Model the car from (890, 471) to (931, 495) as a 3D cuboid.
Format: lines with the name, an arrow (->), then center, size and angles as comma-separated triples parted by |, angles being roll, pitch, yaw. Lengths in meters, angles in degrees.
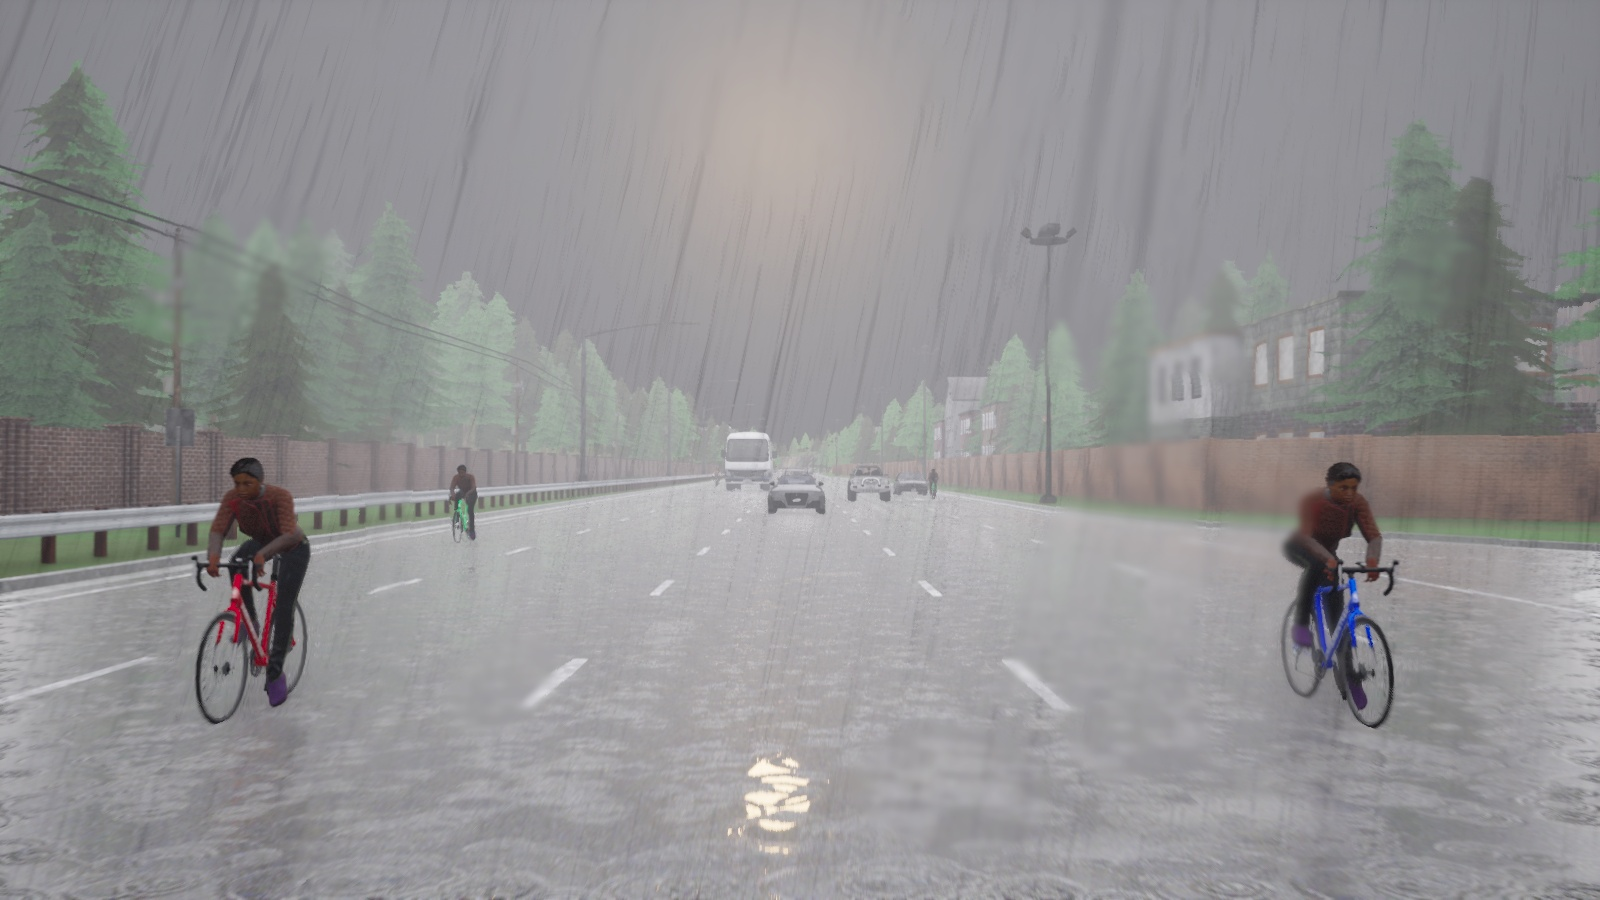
car -> 6.813, 2.011, 77.610 | 2.033, 1.411, 5.357 | 0, -1, 0

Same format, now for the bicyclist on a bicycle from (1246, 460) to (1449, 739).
bicyclist on a bicycle -> 3.480, 0.875, 8.138 | 0.582, 1.620, 1.656 | 0, 0, 0

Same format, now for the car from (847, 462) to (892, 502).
car -> 3.351, 1.547, 61.380 | 1.932, 1.855, 4.605 | 0, -1, 0

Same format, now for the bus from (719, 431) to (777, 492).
bus -> -3.734, 0.865, 93.157 | 3.944, 4.253, 10.273 | 0, -1, 0

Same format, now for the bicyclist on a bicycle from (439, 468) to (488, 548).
bicyclist on a bicycle -> -7.064, 1.195, 26.435 | 0.582, 1.620, 1.656 | 0, -1, 0

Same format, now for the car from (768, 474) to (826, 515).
car -> -0.108, 1.556, 44.739 | 1.994, 1.385, 4.181 | 0, -1, 0

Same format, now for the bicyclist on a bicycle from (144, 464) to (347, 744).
bicyclist on a bicycle -> -3.520, 0.902, 8.120 | 0.582, 1.620, 1.656 | 0, 0, 0
